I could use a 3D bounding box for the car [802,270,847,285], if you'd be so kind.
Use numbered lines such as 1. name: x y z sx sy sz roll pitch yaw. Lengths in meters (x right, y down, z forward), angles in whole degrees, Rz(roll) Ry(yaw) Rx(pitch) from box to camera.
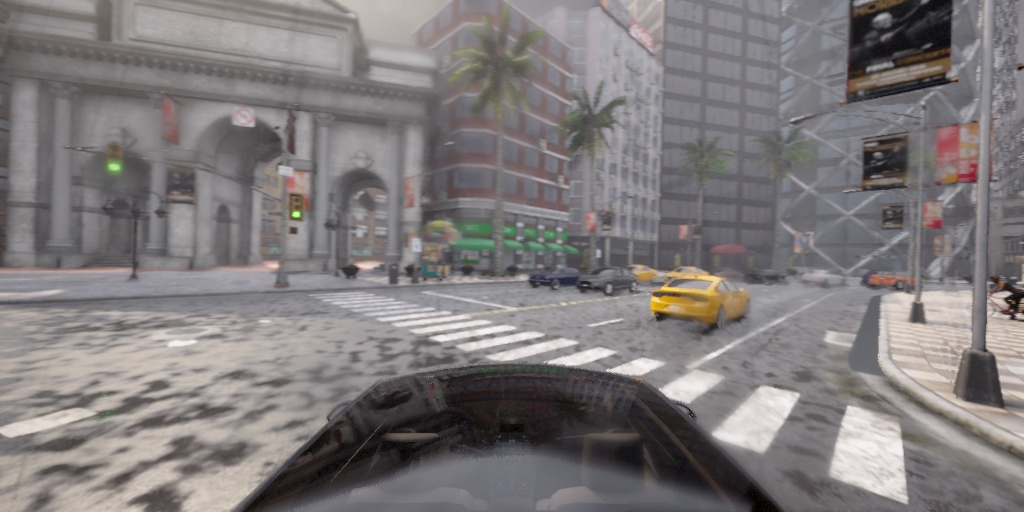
1. car: 31.676 2.199 36.452 4.674 1.442 1.812 2 0 -21

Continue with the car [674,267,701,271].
1. car: 14.376 1.641 29.479 5.008 1.535 1.882 2 0 -42

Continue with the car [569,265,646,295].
1. car: 5.773 1.416 21.371 4.892 1.490 1.837 2 0 -44

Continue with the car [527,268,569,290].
1. car: 3.183 1.434 23.750 4.718 1.301 1.895 2 0 -44

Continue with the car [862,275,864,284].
1. car: 41.210 2.307 39.286 4.553 1.767 2.097 2 0 -6

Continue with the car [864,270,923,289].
1. car: 36.957 2.183 34.460 4.553 1.767 2.097 2 0 -17

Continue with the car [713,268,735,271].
1. car: 23.869 2.003 40.647 4.181 1.385 1.994 2 0 -28

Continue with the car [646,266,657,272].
1. car: 10.592 1.528 30.742 5.008 1.535 1.882 2 0 -42

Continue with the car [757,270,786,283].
1. car: 26.912 2.132 38.329 4.718 1.301 1.895 2 0 -25

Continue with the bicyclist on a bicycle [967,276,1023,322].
1. bicyclist on a bicycle: 18.371 1.590 13.438 0.582 1.620 1.656 2 0 -44

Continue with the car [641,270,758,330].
1. car: 6.496 1.415 12.139 5.008 1.535 1.882 2 0 -44
